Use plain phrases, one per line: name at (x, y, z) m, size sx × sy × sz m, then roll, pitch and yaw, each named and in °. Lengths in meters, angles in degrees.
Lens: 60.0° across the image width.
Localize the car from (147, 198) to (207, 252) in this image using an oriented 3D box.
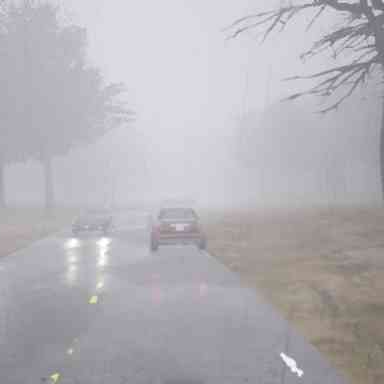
car at (-0.799, 1.332, 14.179) m, size 2.097 × 1.767 × 4.553 m, roll 0°, pitch 0°, yaw -10°

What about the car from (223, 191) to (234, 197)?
car at (9.549, 0.483, 86.615) m, size 2.128 × 1.511 × 4.902 m, roll 0°, pitch 1°, yaw 23°

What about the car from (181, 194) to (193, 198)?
car at (-0.549, 1.462, 51.316) m, size 1.895 × 1.301 × 4.718 m, roll 0°, pitch 1°, yaw 16°

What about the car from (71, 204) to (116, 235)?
car at (-5.499, 1.503, 19.001) m, size 1.837 × 1.490 × 4.892 m, roll -1°, pitch 0°, yaw -6°

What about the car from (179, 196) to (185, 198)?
car at (-2.486, 1.491, 39.219) m, size 2.033 × 1.411 × 5.357 m, roll 0°, pitch 0°, yaw 6°

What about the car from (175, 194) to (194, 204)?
car at (-1.267, 1.227, 60.094) m, size 1.882 × 1.535 × 5.008 m, roll 0°, pitch 1°, yaw 19°
